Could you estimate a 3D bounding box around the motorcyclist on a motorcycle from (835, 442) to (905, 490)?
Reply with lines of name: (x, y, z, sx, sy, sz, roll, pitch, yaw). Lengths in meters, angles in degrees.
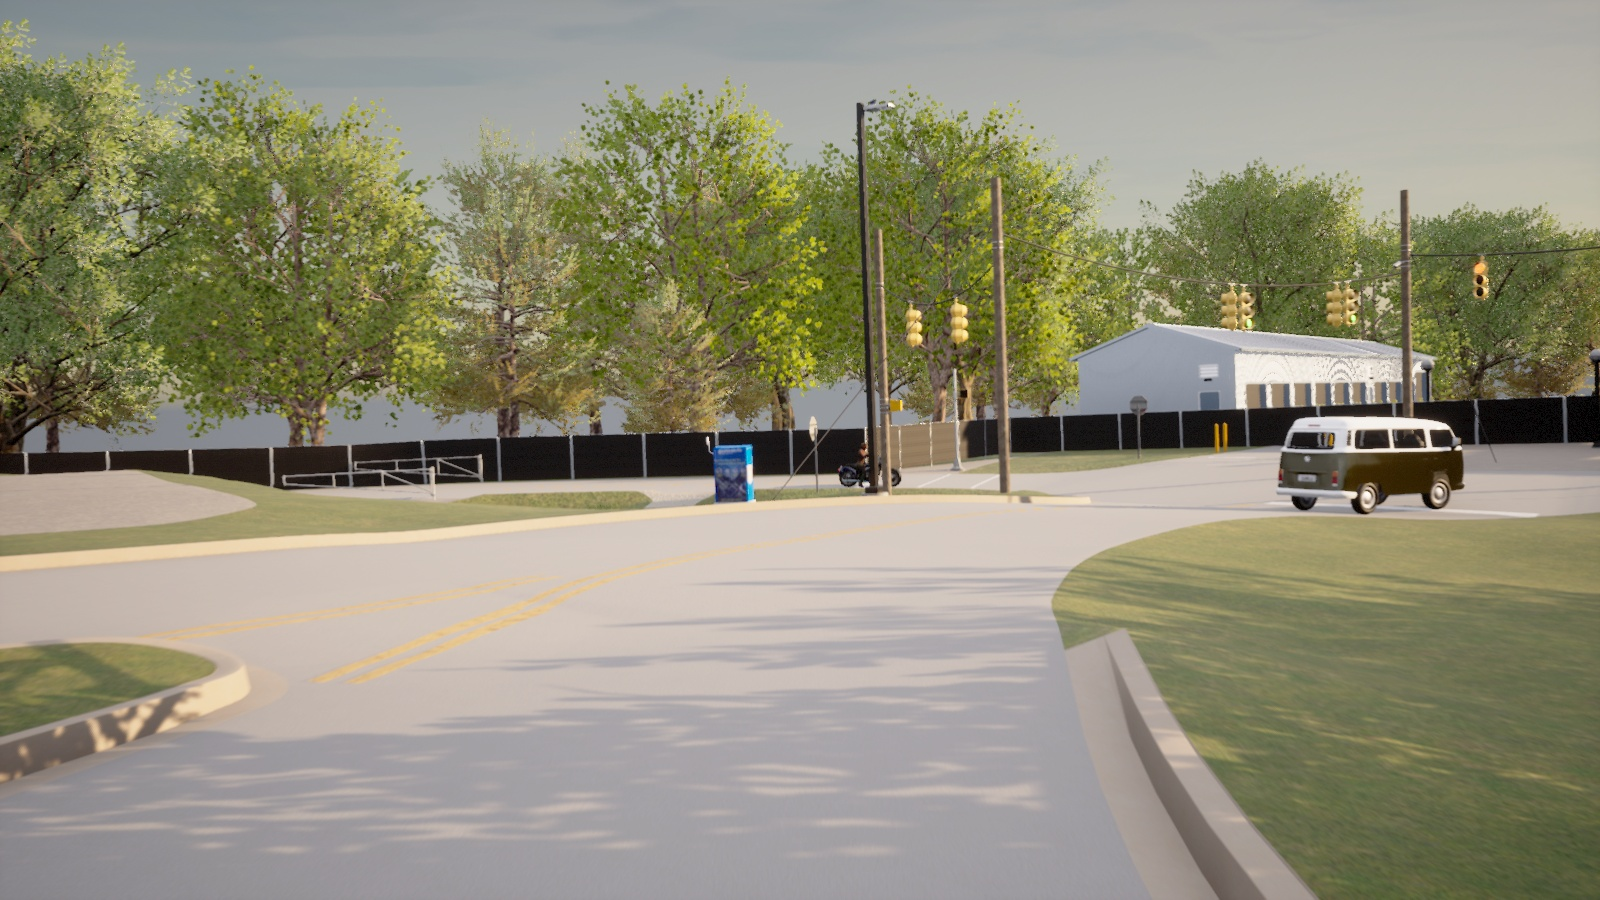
motorcyclist on a motorcycle: (2.494, 0.567, 44.931, 2.350, 1.649, 0.766, 0, 4, 19)

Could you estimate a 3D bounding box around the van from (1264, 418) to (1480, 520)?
van: (12.480, 0.323, 27.365, 4.480, 2.038, 2.069, -1, 2, -30)
